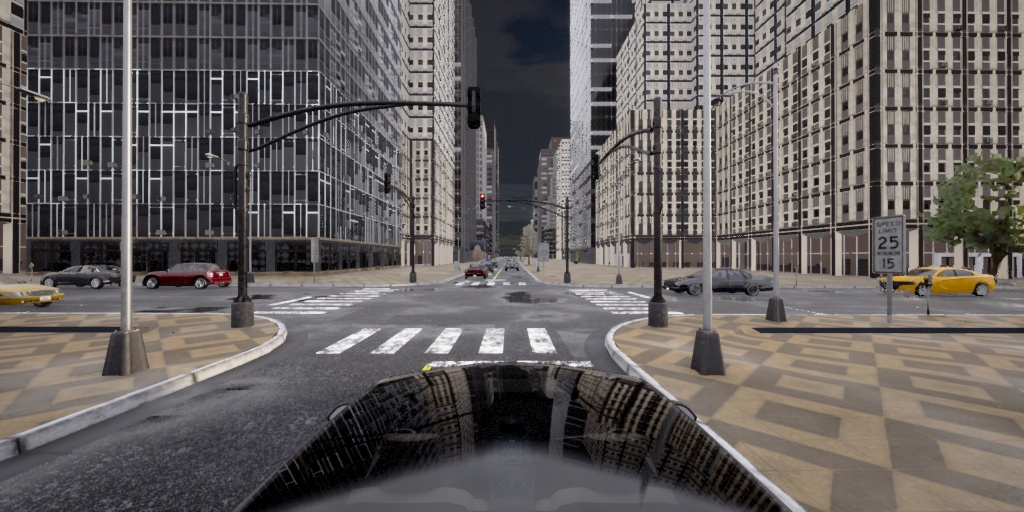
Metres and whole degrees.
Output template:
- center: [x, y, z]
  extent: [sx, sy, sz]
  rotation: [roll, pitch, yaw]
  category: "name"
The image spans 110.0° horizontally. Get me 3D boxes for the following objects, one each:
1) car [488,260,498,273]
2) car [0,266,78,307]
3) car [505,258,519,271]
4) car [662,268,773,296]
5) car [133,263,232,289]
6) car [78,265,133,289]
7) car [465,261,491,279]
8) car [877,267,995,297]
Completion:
- center: [-3.188, 1.295, 44.454]
  extent: [2.033, 1.411, 5.357]
  rotation: [0, 0, 0]
  category: "car"
- center: [-18.922, 1.165, 12.639]
  extent: [4.829, 1.417, 1.751]
  rotation: [0, 0, -1]
  category: "car"
- center: [-0.004, 1.294, 50.468]
  extent: [2.033, 1.411, 5.357]
  rotation: [0, 0, 0]
  category: "car"
- center: [10.933, 1.362, 19.107]
  extent: [5.357, 1.411, 2.033]
  rotation: [0, 0, -1]
  category: "car"
- center: [-19.251, 1.112, 21.273]
  extent: [4.097, 1.591, 1.967]
  rotation: [0, 0, -1]
  category: "car"
- center: [-24.927, 1.189, 21.139]
  extent: [4.403, 1.370, 2.007]
  rotation: [0, 0, -1]
  category: "car"
- center: [-3.154, 1.350, 32.375]
  extent: [1.895, 1.301, 4.718]
  rotation: [0, 0, -1]
  category: "car"
- center: [22.703, 1.345, 19.329]
  extent: [5.008, 1.535, 1.882]
  rotation: [0, 0, -1]
  category: "car"
